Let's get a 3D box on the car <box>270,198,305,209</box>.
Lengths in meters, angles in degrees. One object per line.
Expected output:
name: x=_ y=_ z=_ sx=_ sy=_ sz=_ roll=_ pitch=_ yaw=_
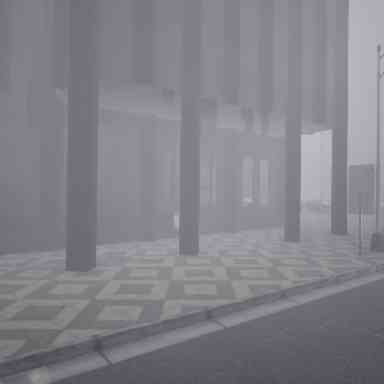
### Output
car: x=13.484 y=1.553 z=47.204 sx=1.887 sy=1.381 sz=4.507 roll=1 pitch=-1 yaw=-36

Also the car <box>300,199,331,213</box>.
car: x=12.900 y=1.444 z=33.404 sx=1.887 sy=1.381 sz=4.507 roll=1 pitch=-1 yaw=-36

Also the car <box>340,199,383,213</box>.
car: x=19.782 y=1.580 z=38.433 sx=2.008 sy=1.369 sz=4.403 roll=1 pitch=-1 yaw=-36

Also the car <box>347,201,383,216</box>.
car: x=16.091 y=1.437 z=28.961 sx=1.752 sy=1.417 sz=4.829 roll=1 pitch=-1 yaw=-36
